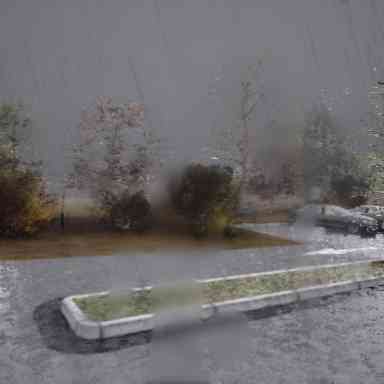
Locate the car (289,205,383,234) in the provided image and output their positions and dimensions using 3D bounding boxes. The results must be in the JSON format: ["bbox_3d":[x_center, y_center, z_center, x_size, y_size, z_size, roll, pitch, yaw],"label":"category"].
[{"bbox_3d":[8.331,1.546,19.922,4.892,1.521,2.231,2,0,40],"label":"car"}]
